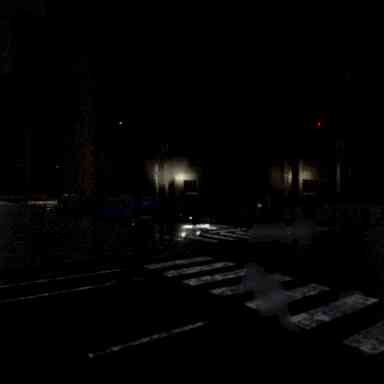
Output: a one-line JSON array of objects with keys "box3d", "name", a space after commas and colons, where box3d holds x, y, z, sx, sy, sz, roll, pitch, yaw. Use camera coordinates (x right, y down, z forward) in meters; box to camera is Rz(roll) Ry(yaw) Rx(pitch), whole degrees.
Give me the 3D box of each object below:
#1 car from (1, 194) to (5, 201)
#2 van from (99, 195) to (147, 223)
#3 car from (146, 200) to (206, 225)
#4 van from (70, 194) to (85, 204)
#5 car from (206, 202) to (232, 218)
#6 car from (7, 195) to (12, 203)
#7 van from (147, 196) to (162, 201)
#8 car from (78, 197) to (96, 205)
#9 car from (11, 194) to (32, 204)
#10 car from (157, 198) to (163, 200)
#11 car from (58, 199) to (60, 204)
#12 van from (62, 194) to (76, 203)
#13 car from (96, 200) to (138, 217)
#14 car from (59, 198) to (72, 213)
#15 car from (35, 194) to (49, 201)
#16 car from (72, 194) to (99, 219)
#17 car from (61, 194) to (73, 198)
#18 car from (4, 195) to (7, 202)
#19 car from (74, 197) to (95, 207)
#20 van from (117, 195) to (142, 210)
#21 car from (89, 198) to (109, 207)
[{"box3d": [-41.573, 1.530, 75.587, 1.947, 1.339, 4.313, 0, 0, -36], "name": "car"}, {"box3d": [-5.232, 1.314, 24.798, 1.690, 1.788, 3.998, 0, 0, -36], "name": "van"}, {"box3d": [-1.246, 1.547, 23.802, 1.994, 1.385, 4.181, 0, 0, -35], "name": "car"}, {"box3d": [-21.426, 1.329, 62.081, 1.690, 1.788, 3.998, 0, 0, -36], "name": "van"}, {"box3d": [1.699, 1.549, 29.759, 2.008, 1.369, 4.403, 0, 0, -36], "name": "car"}, {"box3d": [-34.965, 1.404, 66.353, 1.967, 1.590, 4.097, 0, 0, -36], "name": "car"}, {"box3d": [-4.908, 1.332, 38.995, 1.690, 1.788, 3.998, 0, 0, -36], "name": "van"}, {"box3d": [-18.123, 1.570, 57.463, 1.802, 1.307, 4.206, 0, 0, -36], "name": "car"}, {"box3d": [-31.662, 1.514, 61.735, 2.008, 1.369, 4.403, 0, 0, -36], "name": "car"}, {"box3d": [-1.604, 1.577, 34.377, 1.802, 1.307, 4.206, 0, 0, -36], "name": "car"}, {"box3d": [-22.277, 1.527, 58.523, 2.033, 1.411, 5.357, 0, 0, -36], "name": "car"}, {"box3d": [-24.730, 1.330, 66.699, 1.690, 1.788, 3.998, 0, 0, -36], "name": "van"}, {"box3d": [-7.415, 1.524, 32.415, 2.033, 1.411, 5.357, 0, 0, -37], "name": "car"}, {"box3d": [-11.840, 1.548, 34.032, 1.802, 1.307, 4.206, 0, 0, -36], "name": "car"}, {"box3d": [-37.944, 1.305, 85.168, 2.192, 1.841, 5.009, 0, 0, -36], "name": "car"}, {"box3d": [-8.535, 1.284, 29.415, 2.192, 1.841, 5.009, 0, 0, -36], "name": "car"}, {"box3d": [-15.393, 1.449, 43.610, 1.882, 1.535, 5.008, 0, 0, -35], "name": "car"}, {"box3d": [-38.170, 1.489, 70.832, 1.752, 1.417, 4.829, 0, 0, -36], "name": "car"}, {"box3d": [-16.273, 1.505, 50.218, 1.812, 1.442, 4.674, 0, 0, -35], "name": "car"}, {"box3d": [-8.211, 1.330, 43.611, 1.690, 1.788, 3.998, 0, 0, -36], "name": "van"}, {"box3d": [-14.819, 1.570, 52.845, 1.802, 1.307, 4.206, 0, 0, -36], "name": "car"}]
